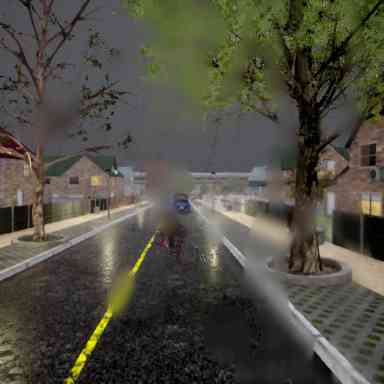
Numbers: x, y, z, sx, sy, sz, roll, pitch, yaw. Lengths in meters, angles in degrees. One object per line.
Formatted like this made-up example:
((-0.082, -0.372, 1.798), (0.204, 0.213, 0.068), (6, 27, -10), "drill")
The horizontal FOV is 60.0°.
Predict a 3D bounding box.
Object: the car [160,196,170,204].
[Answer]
((-4.926, 1.522, 62.548), (1.882, 1.535, 5.008), (0, 0, -1), "car")

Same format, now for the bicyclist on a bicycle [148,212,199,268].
((-0.577, 1.413, 9.841), (1.656, 1.620, 0.582), (-1, 0, 20), "bicyclist on a bicycle")

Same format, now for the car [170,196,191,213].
((-1.157, 1.482, 37.040), (1.882, 1.535, 5.008), (0, 0, -2), "car")

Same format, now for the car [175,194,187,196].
((-1.619, 1.245, 49.908), (2.150, 2.045, 5.566), (0, 0, -2), "car")
